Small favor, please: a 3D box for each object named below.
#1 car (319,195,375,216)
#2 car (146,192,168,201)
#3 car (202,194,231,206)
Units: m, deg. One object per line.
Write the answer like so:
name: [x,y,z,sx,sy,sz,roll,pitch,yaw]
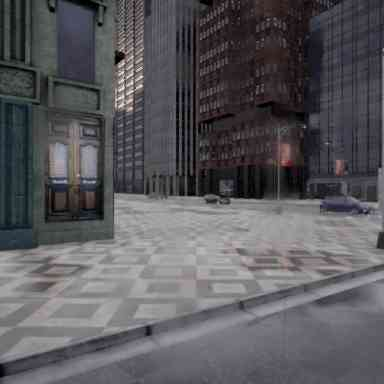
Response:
car: [14.005,1.129,30.171,2.097,1.767,4.553,0,0,-35]
car: [-6.276,0.675,59.137,2.033,1.411,5.357,0,1,-35]
car: [3.290,1.043,45.393,1.837,1.490,4.892,0,1,-35]
